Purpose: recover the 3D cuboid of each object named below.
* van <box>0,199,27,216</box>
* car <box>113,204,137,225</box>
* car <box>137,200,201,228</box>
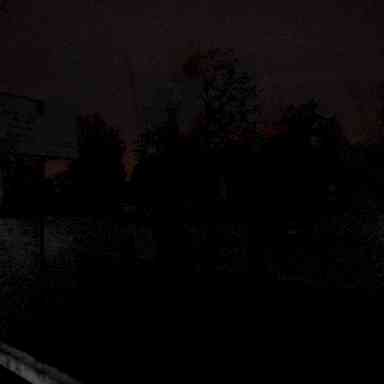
[{"bbox_3d":[-20.985,1.753,37.205,1.878,1.987,4.442,-2,-1,35],"label":"van"},{"bbox_3d":[-3.913,1.667,25.325,2.002,1.452,4.674,-1,0,35],"label":"car"},{"bbox_3d":[-1.294,1.468,23.542,2.185,1.767,4.553,-1,0,35],"label":"car"}]
